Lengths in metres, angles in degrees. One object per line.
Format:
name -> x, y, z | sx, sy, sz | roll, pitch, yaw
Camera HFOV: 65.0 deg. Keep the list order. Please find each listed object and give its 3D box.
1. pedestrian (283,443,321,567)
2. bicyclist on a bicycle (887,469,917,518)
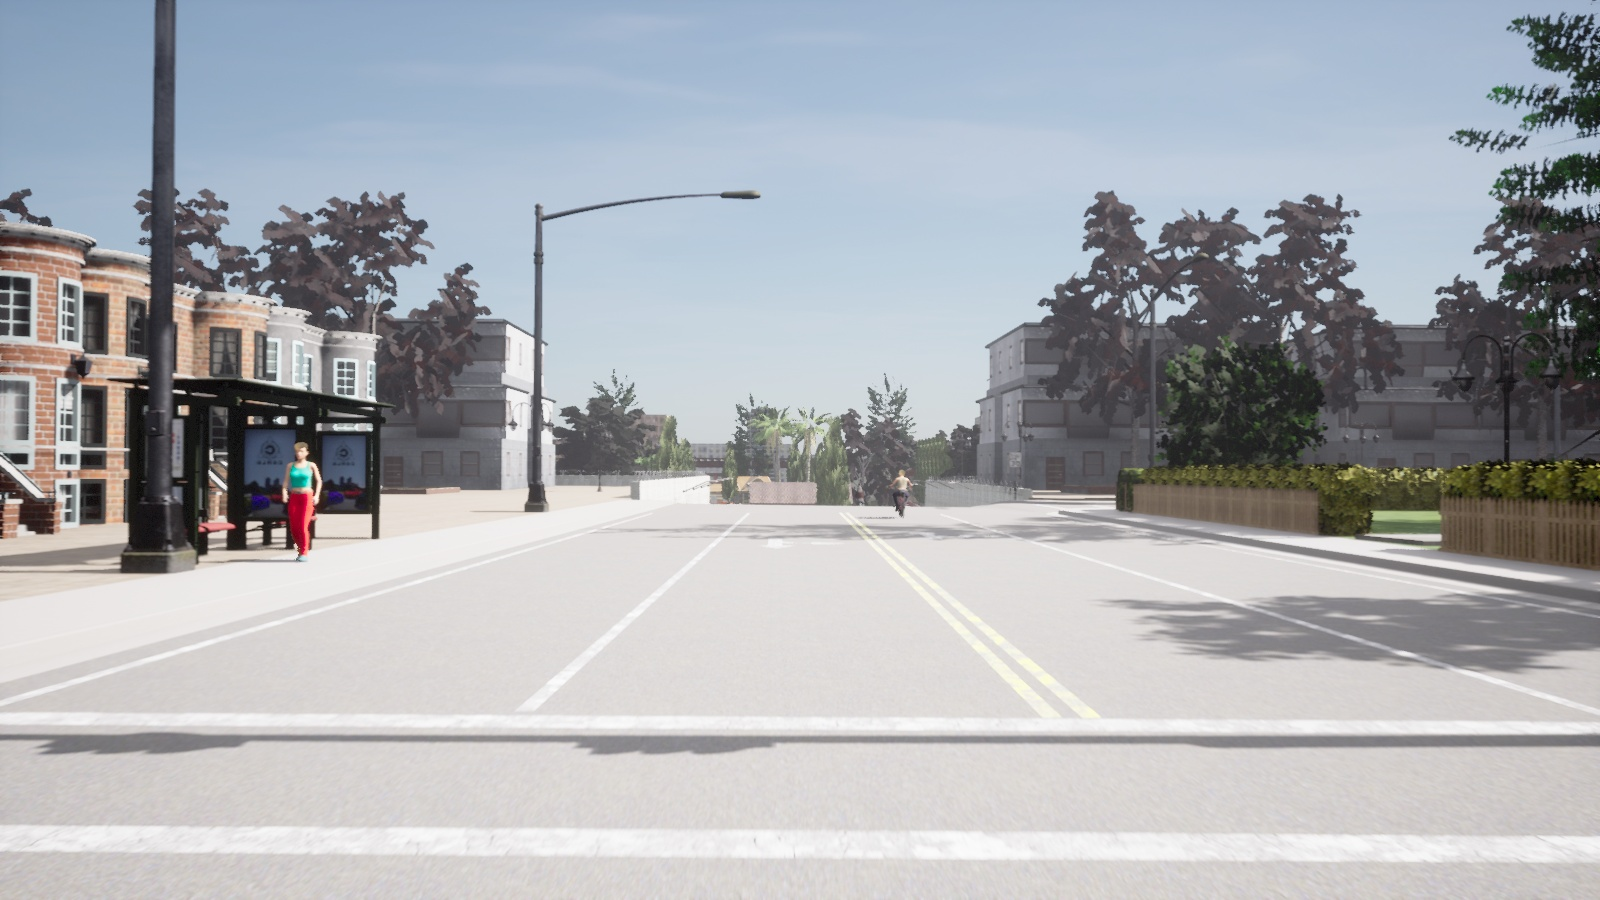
pedestrian -> -7.541, 0.825, 19.035 | 0.345, 1.836, 0.594 | 0, -1, -2
bicyclist on a bicycle -> 3.403, 1.443, 42.164 | 0.866, 1.612, 1.509 | 0, -1, 0
